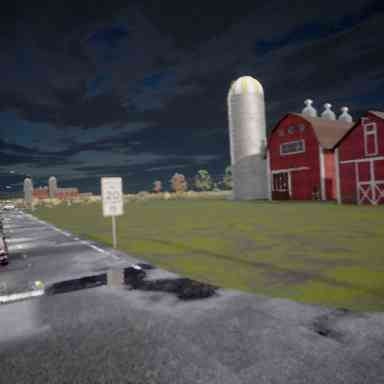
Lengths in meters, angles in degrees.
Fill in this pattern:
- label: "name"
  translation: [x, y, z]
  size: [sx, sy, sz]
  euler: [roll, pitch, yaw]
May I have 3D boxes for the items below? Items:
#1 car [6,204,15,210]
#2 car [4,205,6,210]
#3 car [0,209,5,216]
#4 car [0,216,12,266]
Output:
- label: "car"
  translation: [-39.289, 3.244, 71.536]
  size: [1.895, 1.301, 4.718]
  euler: [-3, 0, -30]
- label: "car"
  translation: [-19.990, 2.411, 33.060]
  size: [2.128, 1.511, 4.902]
  euler: [-3, 1, -30]
- label: "car"
  translation: [-13.558, 2.133, 22.051]
  size: [1.837, 1.490, 4.892]
  euler: [-3, 0, -30]
- label: "car"
  translation: [-7.977, 1.918, 12.530]
  size: [2.033, 1.411, 5.357]
  euler: [-3, 0, -31]
